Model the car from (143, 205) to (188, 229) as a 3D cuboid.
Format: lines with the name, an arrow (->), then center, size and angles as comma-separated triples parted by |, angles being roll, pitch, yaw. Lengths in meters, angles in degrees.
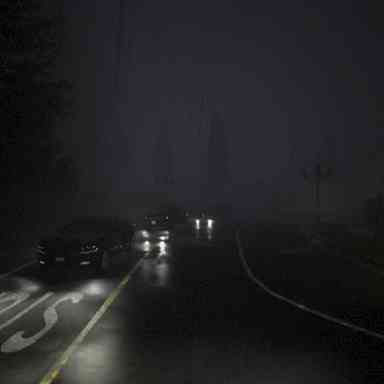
car -> -1.680, 1.626, 22.716 | 2.128, 1.511, 4.902 | 0, 0, 16

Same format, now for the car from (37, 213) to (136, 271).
car -> -3.326, 1.544, 11.371 | 1.882, 1.535, 5.008 | 0, 0, 5

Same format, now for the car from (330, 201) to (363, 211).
car -> 20.848, 1.853, 44.604 | 4.718, 1.301, 1.895 | 0, -1, -28

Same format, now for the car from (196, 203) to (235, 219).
car -> 2.375, 1.733, 32.151 | 2.033, 1.411, 5.357 | 0, 0, 31
